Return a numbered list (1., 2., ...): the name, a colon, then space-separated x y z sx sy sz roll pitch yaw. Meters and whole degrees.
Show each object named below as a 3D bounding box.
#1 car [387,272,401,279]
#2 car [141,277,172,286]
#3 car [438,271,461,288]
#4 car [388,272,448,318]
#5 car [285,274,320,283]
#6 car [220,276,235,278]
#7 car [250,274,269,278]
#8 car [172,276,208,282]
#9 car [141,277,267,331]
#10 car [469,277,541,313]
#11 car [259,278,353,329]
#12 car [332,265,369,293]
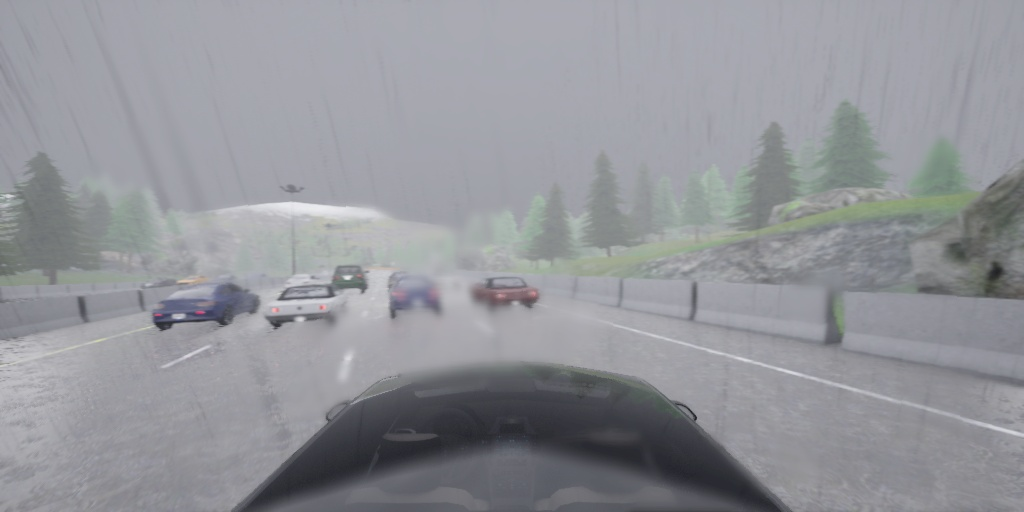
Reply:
1. car: -8.294 1.896 26.827 2.033 1.411 5.357 -1 -1 -19
2. car: -44.535 3.449 45.404 2.128 1.511 4.902 -1 -2 -19
3. car: -5.493 1.919 29.463 1.895 1.301 4.718 -1 -1 -19
4. car: -3.956 1.538 14.502 1.812 1.442 4.674 -1 -1 -19
5. car: -15.830 2.105 27.253 1.812 1.442 4.674 -1 -1 -19
6. car: -37.986 3.339 47.842 1.812 1.442 4.674 -1 -2 -19
7. car: -34.698 3.218 49.028 1.882 1.535 5.008 -1 -2 -19
8. car: -41.255 3.361 46.603 1.882 1.535 5.008 -1 -2 -19
9. car: -10.856 1.706 13.058 1.812 1.442 4.674 -1 -1 -19
10. car: -0.517 1.528 15.266 1.895 1.301 4.718 -1 -1 -19
11. car: -7.121 1.677 12.950 1.895 1.301 4.718 -1 -1 -19
12. car: -11.937 1.675 26.654 2.150 2.045 5.566 -1 -1 -19
